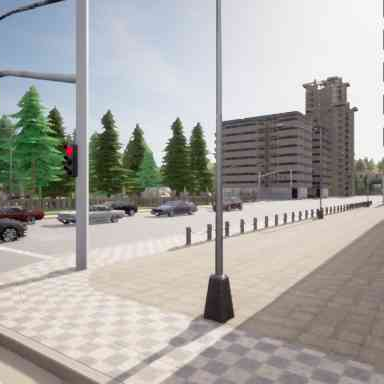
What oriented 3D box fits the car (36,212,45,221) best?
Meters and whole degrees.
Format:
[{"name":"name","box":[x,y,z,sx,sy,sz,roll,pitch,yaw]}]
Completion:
[{"name":"car","box":[-12.575,1.601,22.261,1.895,1.301,4.718,0,0,37]}]

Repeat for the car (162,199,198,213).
[{"name":"car","box":[-1.331,1.564,37.941,1.994,1.385,4.181,0,0,35]}]

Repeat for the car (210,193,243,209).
[{"name":"car","box":[4.927,1.221,46.638,2.150,2.045,5.566,0,0,36]}]

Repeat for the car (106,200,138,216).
[{"name":"car","box":[-7.084,1.478,29.877,1.882,1.535,5.008,0,0,36]}]

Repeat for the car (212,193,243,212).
[{"name":"car","box":[4.273,1.352,39.744,2.097,1.767,4.553,0,0,36]}]

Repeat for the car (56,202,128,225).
[{"name":"car","box":[-7.149,1.601,23.759,1.895,1.301,4.718,0,0,36]}]

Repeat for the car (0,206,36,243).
[{"name":"car","box":[-9.630,1.505,14.089,1.837,1.490,4.892,2,1,41]}]

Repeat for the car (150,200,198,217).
[{"name":"car","box":[-1.541,1.547,31.613,2.033,1.411,5.357,0,0,36]}]
